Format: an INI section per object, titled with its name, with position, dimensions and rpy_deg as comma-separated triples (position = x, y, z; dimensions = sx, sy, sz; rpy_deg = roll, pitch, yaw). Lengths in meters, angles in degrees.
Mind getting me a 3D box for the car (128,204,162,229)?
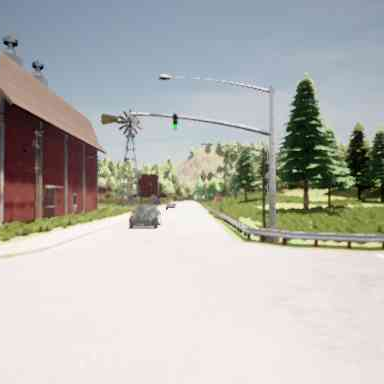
[car]
position = -3.505, 1.747, 25.504
dimensions = 2.097, 1.767, 4.553
rpy_deg = 0, -1, 0
